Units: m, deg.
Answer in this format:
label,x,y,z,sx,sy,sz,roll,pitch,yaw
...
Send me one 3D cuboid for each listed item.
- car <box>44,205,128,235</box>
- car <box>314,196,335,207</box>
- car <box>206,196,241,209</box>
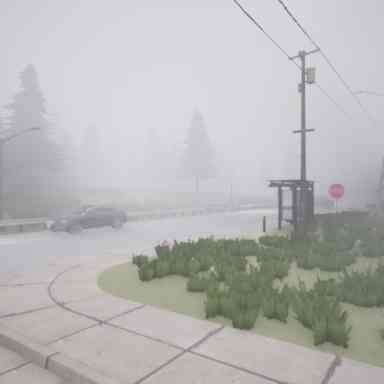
label,x,y,z,sx,sy,sz,roll,pitch,yaw
car,-5.871,1.483,18.927,2.128,1.511,4.902,0,0,36
car,18.404,1.345,46.417,2.097,1.767,4.553,0,0,36
car,3.022,1.130,31.161,1.812,1.442,4.674,0,0,36
